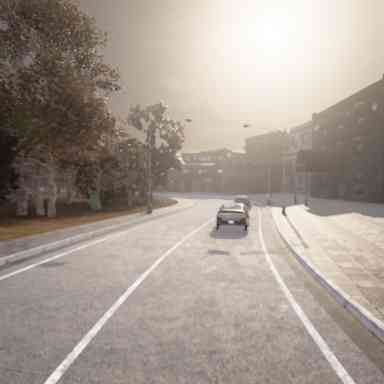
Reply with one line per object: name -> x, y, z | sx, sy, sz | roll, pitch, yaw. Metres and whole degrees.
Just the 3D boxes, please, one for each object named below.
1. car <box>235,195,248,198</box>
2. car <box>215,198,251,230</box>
car -> 6.021, 1.132, 40.501 | 1.837, 1.490, 4.892 | 1, 1, 6
car -> 2.557, 1.394, 20.393 | 2.128, 1.511, 4.902 | 1, 1, 10
